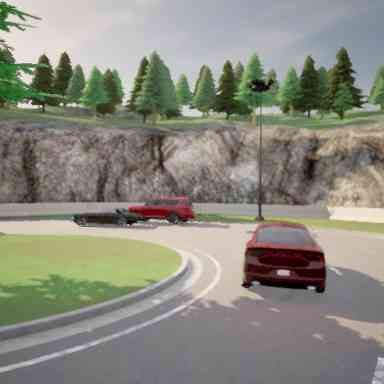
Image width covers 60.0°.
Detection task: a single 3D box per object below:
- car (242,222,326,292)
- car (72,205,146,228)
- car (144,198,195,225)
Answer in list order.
[{"bbox_3d":[2.519,1.589,9.443,1.882,1.535,5.008,1,0,14],"label":"car"},{"bbox_3d":[-6.004,1.783,23.724,4.718,1.301,1.895,0,-1,7],"label":"car"},{"bbox_3d":[-2.511,1.458,26.517,5.566,2.045,2.150,0,-1,17],"label":"car"}]
